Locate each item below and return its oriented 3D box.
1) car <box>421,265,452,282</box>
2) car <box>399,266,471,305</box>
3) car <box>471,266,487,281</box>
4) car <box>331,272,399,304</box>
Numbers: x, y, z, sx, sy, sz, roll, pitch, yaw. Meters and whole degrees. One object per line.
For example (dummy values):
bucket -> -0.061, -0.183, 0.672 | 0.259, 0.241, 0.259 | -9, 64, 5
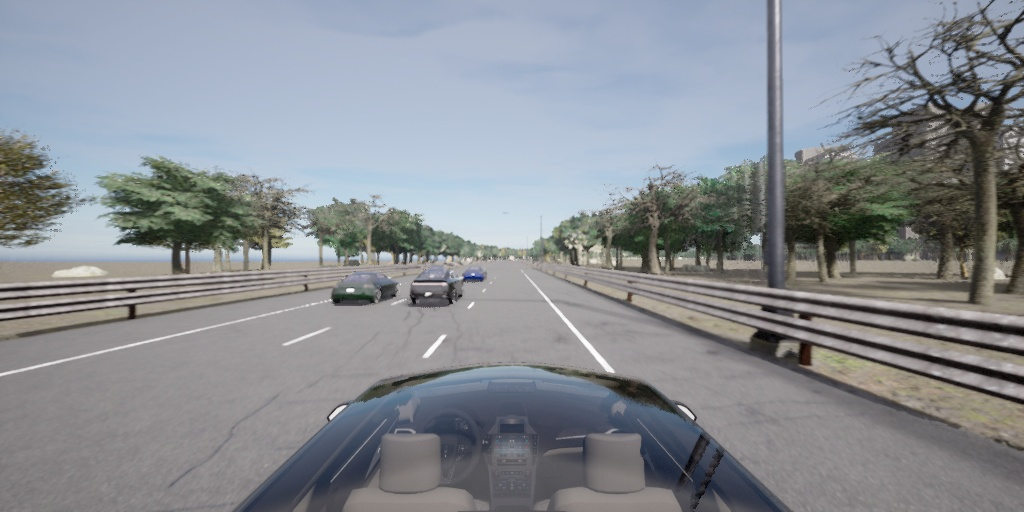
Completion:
car -> -6.918, 1.599, 33.386 | 1.994, 1.385, 4.181 | 0, -1, 0
car -> -3.409, 1.376, 16.971 | 2.128, 1.511, 4.902 | 0, -1, 0
car -> -3.419, 1.599, 33.427 | 1.994, 1.385, 4.181 | 0, -1, 0
car -> -6.910, 1.452, 17.340 | 1.994, 1.385, 4.181 | 0, -1, 0
